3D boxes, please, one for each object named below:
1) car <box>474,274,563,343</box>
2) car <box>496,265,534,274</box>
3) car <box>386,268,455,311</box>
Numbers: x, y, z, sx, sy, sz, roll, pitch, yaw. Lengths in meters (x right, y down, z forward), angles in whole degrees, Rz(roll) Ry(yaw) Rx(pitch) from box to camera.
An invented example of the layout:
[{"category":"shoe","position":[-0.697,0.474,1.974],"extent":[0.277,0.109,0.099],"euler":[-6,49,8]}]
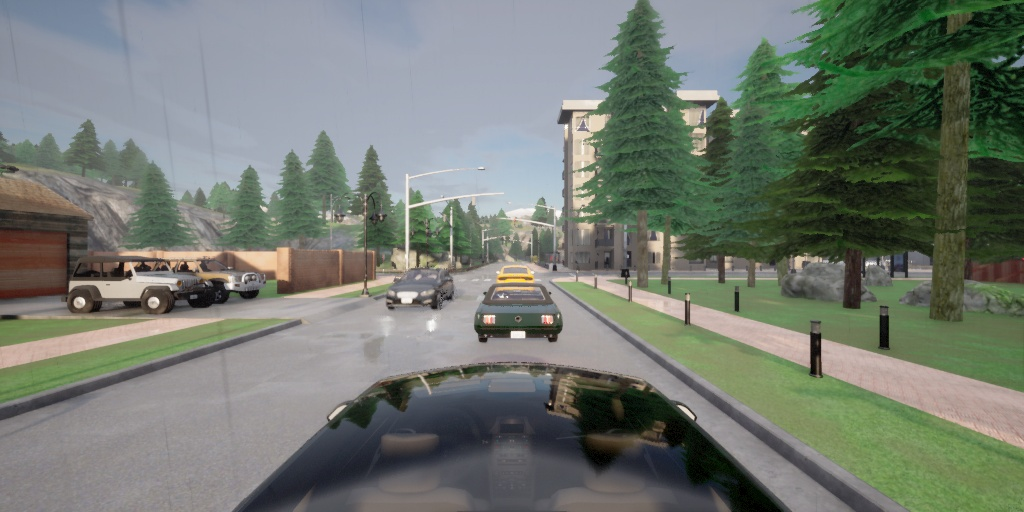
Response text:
[{"category":"car","position":[0.146,1.351,9.683],"extent":[1.895,1.301,4.718],"euler":[0,0,0]},{"category":"car","position":[0.175,1.228,19.022],"extent":[1.882,1.535,5.008],"euler":[0,0,0]},{"category":"car","position":[-3.513,1.243,14.510],"extent":[2.128,1.511,4.902],"euler":[0,0,1]}]
